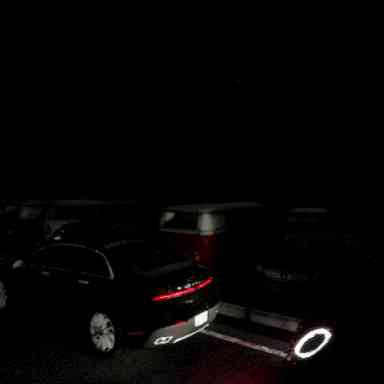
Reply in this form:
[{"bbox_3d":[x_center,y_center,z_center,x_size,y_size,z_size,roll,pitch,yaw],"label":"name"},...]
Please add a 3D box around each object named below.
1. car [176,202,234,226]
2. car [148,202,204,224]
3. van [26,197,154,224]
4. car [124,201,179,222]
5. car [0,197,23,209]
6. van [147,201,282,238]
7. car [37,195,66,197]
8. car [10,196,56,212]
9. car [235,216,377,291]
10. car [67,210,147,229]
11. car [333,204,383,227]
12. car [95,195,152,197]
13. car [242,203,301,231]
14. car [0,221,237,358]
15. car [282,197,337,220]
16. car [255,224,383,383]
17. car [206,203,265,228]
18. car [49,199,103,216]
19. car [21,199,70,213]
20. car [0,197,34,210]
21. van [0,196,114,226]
[{"bbox_3d":[1.157,1.611,26.087,1.946,1.575,5.366,0,0,36],"label":"car"},{"bbox_3d":[-1.221,1.647,27.527,2.163,1.488,4.792,0,0,36],"label":"car"},{"bbox_3d":[-3.781,1.332,13.167,1.878,1.987,4.442,0,0,36],"label":"van"},{"bbox_3d":[-3.450,1.644,29.194,2.163,1.488,4.792,0,0,36],"label":"car"},{"bbox_3d":[-26.034,1.508,45.334,2.231,1.521,4.892,0,0,36],"label":"car"},{"bbox_3d":[0.917,1.314,10.091,1.878,1.987,4.442,0,0,36],"label":"van"},{"bbox_3d":[-14.734,1.315,37.273,2.435,2.045,5.566,0,0,36],"label":"car"},{"bbox_3d":[-19.248,1.417,40.507,2.185,1.767,4.553,0,0,36],"label":"car"},{"bbox_3d":[3.130,1.570,8.365,2.002,1.452,4.674,0,0,36],"label":"car"},{"bbox_3d":[-1.434,1.550,11.623,2.097,1.535,5.008,0,0,36],"label":"car"},{"bbox_3d":[10.083,1.581,19.477,2.097,1.535,5.008,0,0,36],"label":"car"},{"bbox_3d":[-5.739,1.358,30.763,2.435,2.045,5.566,0,0,36],"label":"car"},{"bbox_3d":[5.563,1.602,22.698,2.231,1.521,4.892,0,0,36],"label":"car"},{"bbox_3d":[-1.841,1.531,6.080,4.892,1.490,1.837,0,0,36],"label":"car"},{"bbox_3d":[7.806,1.339,21.066,2.435,2.045,5.566,0,0,36],"label":"car"},{"bbox_3d":[3.063,1.364,2.559,4.553,1.767,2.097,0,0,36],"label":"car"},{"bbox_3d":[3.305,1.608,24.316,2.097,1.535,5.008,0,0,36],"label":"car"},{"bbox_3d":[-12.386,1.576,35.785,1.946,1.575,5.366,0,0,36],"label":"car"},{"bbox_3d":[-17.026,1.584,38.842,2.163,1.488,4.792,0,0,36],"label":"car"},{"bbox_3d":[-23.888,1.515,43.562,1.946,1.575,5.366,0,0,36],"label":"car"},{"bbox_3d":[-5.923,1.338,14.988,1.878,1.987,4.442,0,0,36],"label":"van"}]
